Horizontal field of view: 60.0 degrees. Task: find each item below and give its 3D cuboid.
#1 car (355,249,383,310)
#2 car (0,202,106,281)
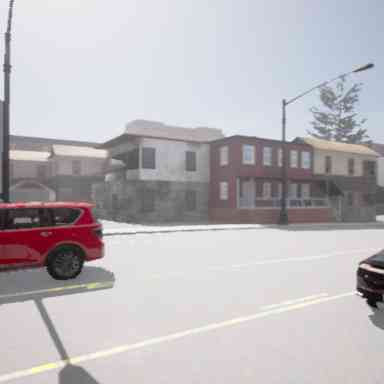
[{"bbox_3d":[5.370,1.622,6.757,4.902,1.511,2.128,1,-1,-32],"label":"car"},{"bbox_3d":[-5.117,1.291,8.755,5.566,2.045,2.150,1,-1,-32],"label":"car"}]
